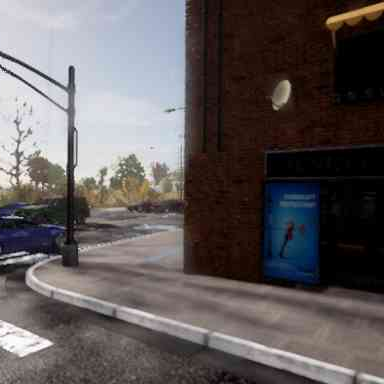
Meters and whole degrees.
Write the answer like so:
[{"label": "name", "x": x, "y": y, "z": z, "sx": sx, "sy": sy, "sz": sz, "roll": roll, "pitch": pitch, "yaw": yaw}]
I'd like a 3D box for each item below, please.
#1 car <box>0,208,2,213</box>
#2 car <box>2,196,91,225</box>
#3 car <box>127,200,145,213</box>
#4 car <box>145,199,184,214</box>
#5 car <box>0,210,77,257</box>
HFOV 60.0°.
[{"label": "car", "x": -12.693, "y": 1.541, "z": 24.136, "sx": 1.882, "sy": 1.535, "sz": 5.008, "roll": 1, "pitch": 0, "yaw": 27}, {"label": "car", "x": -9.584, "y": 1.320, "z": 23.015, "sx": 2.150, "sy": 2.045, "sz": 5.566, "roll": 1, "pitch": 0, "yaw": 29}, {"label": "car", "x": -5.611, "y": 1.604, "z": 38.232, "sx": 1.994, "sy": 1.385, "sz": 4.181, "roll": 1, "pitch": 0, "yaw": 26}, {"label": "car", "x": -2.711, "y": 1.552, "z": 36.760, "sx": 1.882, "sy": 1.535, "sz": 5.008, "roll": 1, "pitch": 0, "yaw": 26}, {"label": "car", "x": -7.176, "y": 1.703, "z": 13.335, "sx": 1.812, "sy": 1.442, "sz": 4.674, "roll": 1, "pitch": 0, "yaw": 27}]
